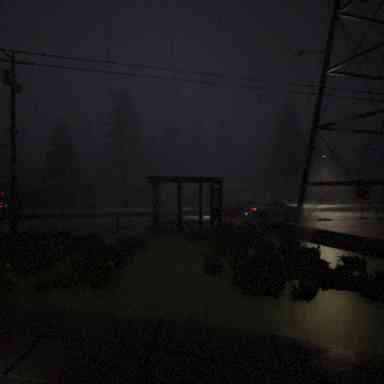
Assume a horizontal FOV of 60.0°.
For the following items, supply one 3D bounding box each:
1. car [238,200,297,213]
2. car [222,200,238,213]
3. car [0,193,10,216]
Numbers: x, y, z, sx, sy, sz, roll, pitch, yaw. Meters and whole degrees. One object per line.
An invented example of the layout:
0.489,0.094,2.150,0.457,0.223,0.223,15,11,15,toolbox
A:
6.197,1.358,25.140,4.674,1.442,1.812,0,0,-18,car
4.132,1.384,28.254,4.181,1.385,1.994,0,0,-18,car
-15.293,1.097,22.125,5.566,2.045,2.150,-2,1,-18,car
